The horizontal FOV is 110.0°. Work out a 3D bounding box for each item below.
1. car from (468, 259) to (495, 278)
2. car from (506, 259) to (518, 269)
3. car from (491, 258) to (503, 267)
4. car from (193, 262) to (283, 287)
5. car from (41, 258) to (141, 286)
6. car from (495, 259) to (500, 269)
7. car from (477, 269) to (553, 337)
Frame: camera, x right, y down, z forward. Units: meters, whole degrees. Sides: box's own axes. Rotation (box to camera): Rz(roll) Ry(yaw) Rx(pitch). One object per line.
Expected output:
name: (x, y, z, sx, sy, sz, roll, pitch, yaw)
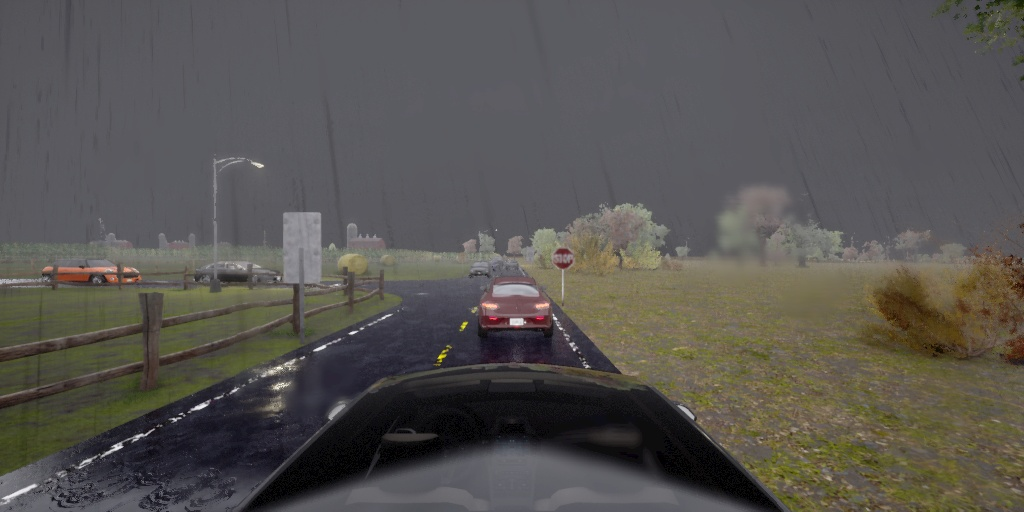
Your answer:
car: (-2.888, 1.267, 33.556, 1.837, 1.490, 4.892, 0, 0, 0)
car: (0.025, 1.279, 57.153, 2.128, 1.511, 4.902, 0, 0, 0)
car: (-2.887, 1.352, 56.930, 1.994, 1.385, 4.181, 0, 0, 1)
car: (-17.355, 1.151, 22.861, 4.902, 1.511, 2.128, 0, 1, -1)
car: (-26.558, 0.948, 22.754, 4.553, 1.767, 2.097, 0, 1, -1)
car: (-2.903, 1.372, 44.853, 1.895, 1.301, 4.718, 0, 0, 0)
car: (0.053, 1.275, 10.153, 1.812, 1.442, 4.674, 0, 0, -1)
